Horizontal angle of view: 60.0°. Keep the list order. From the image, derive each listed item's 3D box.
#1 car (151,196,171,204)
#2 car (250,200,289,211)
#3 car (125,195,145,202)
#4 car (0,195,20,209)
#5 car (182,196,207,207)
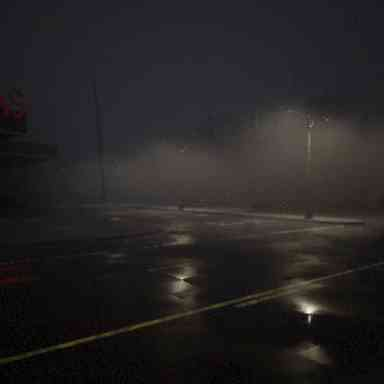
[{"bbox_3d":[-5.750,1.443,60.634,1.882,1.535,5.008,0,0,-36],"label":"car"},{"bbox_3d":[9.150,1.567,39.855,1.895,1.301,4.718,0,0,-34],"label":"car"},{"bbox_3d":[-12.891,1.486,75.832,4.674,1.442,1.812,0,0,-36],"label":"car"},{"bbox_3d":[-23.815,1.287,43.264,2.242,1.667,4.611,0,0,-35],"label":"car"},{"bbox_3d":[0.314,1.470,52.206,1.837,1.490,4.892,0,0,-36],"label":"car"}]
